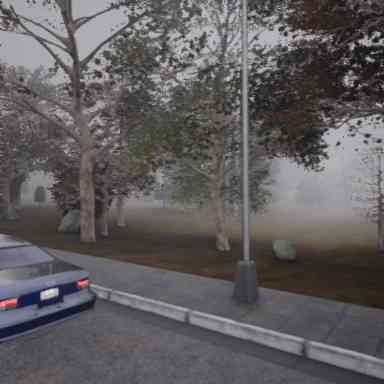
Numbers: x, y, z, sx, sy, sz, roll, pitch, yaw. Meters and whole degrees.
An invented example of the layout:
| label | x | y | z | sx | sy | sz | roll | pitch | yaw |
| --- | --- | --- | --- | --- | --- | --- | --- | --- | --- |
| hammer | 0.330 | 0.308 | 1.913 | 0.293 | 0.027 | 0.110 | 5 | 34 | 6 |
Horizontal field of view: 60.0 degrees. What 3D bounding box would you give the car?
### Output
| label | x | y | z | sx | sy | sz | roll | pitch | yaw |
| --- | --- | --- | --- | --- | --- | --- | --- | --- | --- |
| car | -4.123 | 1.518 | 6.313 | 5.357 | 1.411 | 2.033 | 0 | 0 | 36 |
